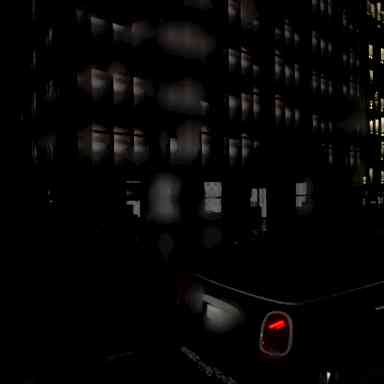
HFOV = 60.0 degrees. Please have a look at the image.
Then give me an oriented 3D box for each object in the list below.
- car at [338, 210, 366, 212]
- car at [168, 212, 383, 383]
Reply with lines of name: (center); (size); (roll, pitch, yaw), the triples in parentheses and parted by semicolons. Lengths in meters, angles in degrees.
car: (7.474, 1.542, 15.764); (4.507, 1.381, 1.887); (0, -1, -35)
car: (1.983, 1.351, 4.849); (4.553, 1.767, 2.097); (0, 0, -36)
